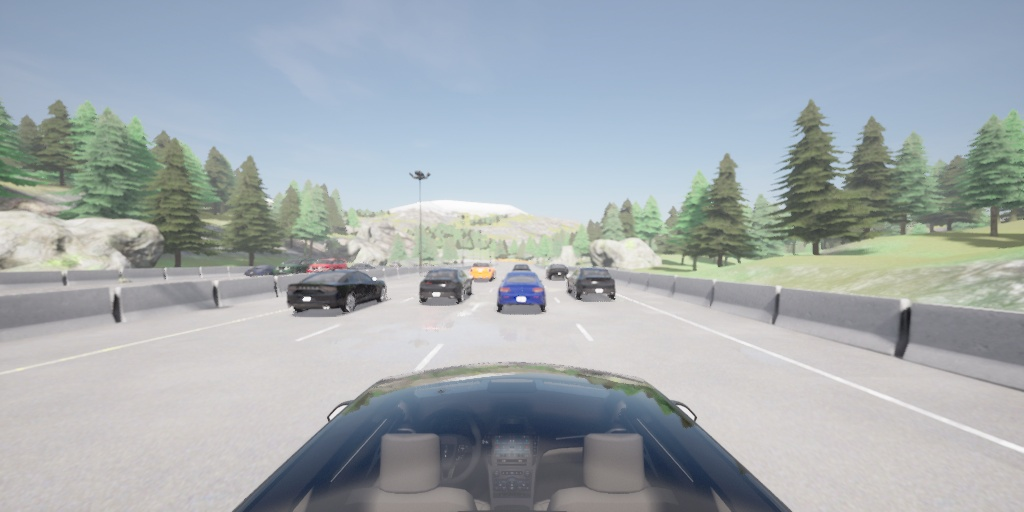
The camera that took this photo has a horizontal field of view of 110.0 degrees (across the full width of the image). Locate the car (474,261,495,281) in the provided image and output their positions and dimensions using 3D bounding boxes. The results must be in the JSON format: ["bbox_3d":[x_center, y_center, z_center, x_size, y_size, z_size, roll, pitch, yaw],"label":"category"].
[{"bbox_3d":[-2.648,1.341,32.927,2.097,1.767,4.553,0,-1,2],"label":"car"}]

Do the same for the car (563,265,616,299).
[{"bbox_3d":[3.994,1.342,18.561,1.837,1.490,4.892,0,-1,2],"label":"car"}]

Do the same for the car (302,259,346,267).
[{"bbox_3d":[-20.170,1.286,39.522,2.150,2.045,5.566,0,-1,2],"label":"car"}]

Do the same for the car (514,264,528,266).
[{"bbox_3d":[0.886,1.515,34.075,1.837,1.490,4.892,0,-1,2],"label":"car"}]

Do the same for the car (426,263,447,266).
[{"bbox_3d":[-6.148,1.584,32.851,1.895,1.301,4.718,0,-1,2],"label":"car"}]

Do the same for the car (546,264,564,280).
[{"bbox_3d":[4.418,1.511,35.244,1.882,1.535,5.008,0,-1,2],"label":"car"}]

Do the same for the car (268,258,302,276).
[{"bbox_3d":[-23.667,1.283,39.597,2.150,2.045,5.566,0,-1,2],"label":"car"}]

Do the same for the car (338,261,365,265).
[{"bbox_3d":[-16.673,1.571,39.361,1.837,1.490,4.892,0,-1,2],"label":"car"}]

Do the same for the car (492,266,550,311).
[{"bbox_3d":[0.387,1.329,14.624,1.812,1.442,4.674,0,0,2],"label":"car"}]

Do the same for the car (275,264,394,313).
[{"bbox_3d":[-6.629,1.269,14.183,1.882,1.535,5.008,0,0,2],"label":"car"}]

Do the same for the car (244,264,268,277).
[{"bbox_3d":[-27.170,1.616,39.470,1.994,1.385,4.181,0,-1,2],"label":"car"}]

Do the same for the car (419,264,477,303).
[{"bbox_3d":[-3.047,1.324,17.177,1.837,1.490,4.892,0,0,2],"label":"car"}]
